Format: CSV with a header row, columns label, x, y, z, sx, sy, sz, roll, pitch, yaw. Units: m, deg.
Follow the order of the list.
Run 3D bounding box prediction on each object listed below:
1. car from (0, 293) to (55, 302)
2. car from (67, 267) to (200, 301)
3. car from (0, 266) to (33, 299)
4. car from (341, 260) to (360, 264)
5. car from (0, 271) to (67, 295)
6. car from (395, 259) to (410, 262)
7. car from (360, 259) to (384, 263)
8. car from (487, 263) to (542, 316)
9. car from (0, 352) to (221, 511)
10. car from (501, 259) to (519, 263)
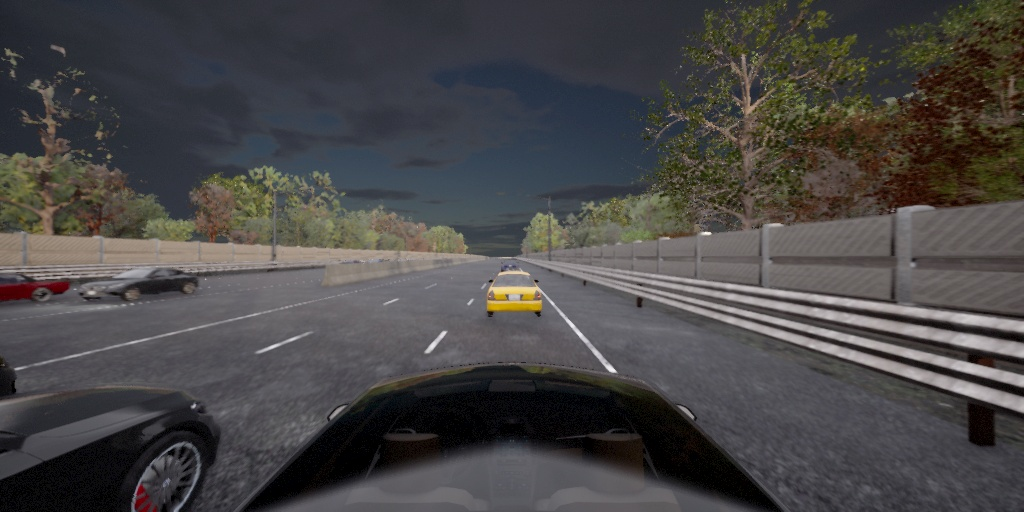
label,x,y,z,sx,sy,sz,roll,pitch,yaw
car,-6.906,1.256,2.229,1.837,1.490,4.892,0,0,0
car,-17.639,1.281,17.347,1.812,1.442,4.674,0,0,-1
car,-24.633,1.260,15.300,1.837,1.490,4.892,0,0,0
car,-24.966,1.311,55.675,2.033,1.411,5.357,0,0,0
car,-21.123,1.356,14.104,1.895,1.301,4.718,0,0,-1
car,-18.004,1.242,59.217,1.882,1.535,5.008,0,0,0
car,-21.477,1.241,56.435,1.882,1.535,5.008,0,0,0
car,0.059,1.209,13.291,1.801,1.575,5.366,0,0,0
car,-3.394,1.276,1.069,1.812,1.442,4.674,0,0,0
car,-0.196,1.111,42.111,2.097,1.767,4.553,0,0,-1
